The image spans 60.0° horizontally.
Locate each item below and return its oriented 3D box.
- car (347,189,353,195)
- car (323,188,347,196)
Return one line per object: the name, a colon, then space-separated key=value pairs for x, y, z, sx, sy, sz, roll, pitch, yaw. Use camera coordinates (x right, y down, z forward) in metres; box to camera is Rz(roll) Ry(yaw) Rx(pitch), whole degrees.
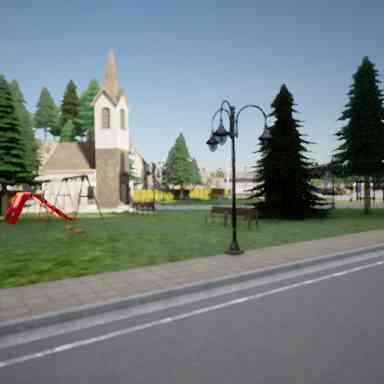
car: x=33.141 y=-0.027 z=74.382 sx=2.152 sy=1.636 sz=5.027 roll=-1 pitch=1 yaw=-34
car: x=30.569 y=0.040 z=72.585 sx=2.007 sy=1.523 sz=4.514 roll=-1 pitch=1 yaw=-34
